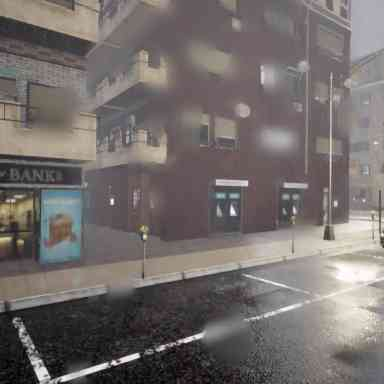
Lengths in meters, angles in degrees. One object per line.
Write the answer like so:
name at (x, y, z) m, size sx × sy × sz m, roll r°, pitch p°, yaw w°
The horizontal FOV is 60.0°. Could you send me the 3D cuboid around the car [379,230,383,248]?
car at (9.116, 1.554, 13.164) m, size 4.403 × 1.369 × 2.008 m, roll 0°, pitch 1°, yaw -35°
